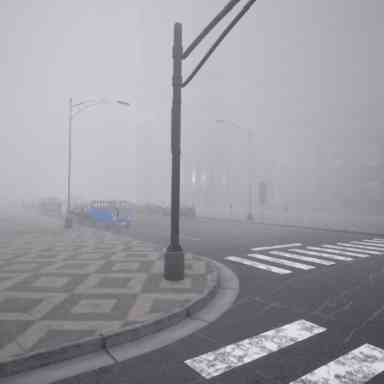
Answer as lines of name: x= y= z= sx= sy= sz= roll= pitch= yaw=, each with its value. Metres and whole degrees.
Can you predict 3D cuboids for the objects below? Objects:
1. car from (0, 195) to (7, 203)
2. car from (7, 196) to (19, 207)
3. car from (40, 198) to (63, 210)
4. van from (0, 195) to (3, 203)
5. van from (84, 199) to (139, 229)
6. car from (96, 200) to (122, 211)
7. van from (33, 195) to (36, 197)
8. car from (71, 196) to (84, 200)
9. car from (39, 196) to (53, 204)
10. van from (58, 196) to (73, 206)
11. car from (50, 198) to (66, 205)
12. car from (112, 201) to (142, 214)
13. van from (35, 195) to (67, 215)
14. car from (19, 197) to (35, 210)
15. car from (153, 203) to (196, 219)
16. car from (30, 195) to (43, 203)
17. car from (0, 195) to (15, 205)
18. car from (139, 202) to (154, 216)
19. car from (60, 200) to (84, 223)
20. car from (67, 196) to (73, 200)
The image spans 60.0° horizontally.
car: x=-43.493 y=1.564 z=75.405 sx=2.192 sy=1.841 sz=5.009 roll=1 pitch=-1 yaw=-35
car: x=-27.553 y=1.692 z=52.843 sx=2.008 sy=1.369 sz=4.403 roll=1 pitch=-1 yaw=-35
car: x=-19.687 y=1.658 z=46.520 sx=1.837 sy=1.490 sz=4.892 roll=1 pitch=-1 yaw=-35
van: x=-46.682 y=1.612 z=79.917 sx=1.690 sy=1.788 sz=3.998 roll=1 pitch=-1 yaw=-35
van: x=-5.232 y=1.335 z=21.261 sx=1.690 sy=1.788 sz=3.998 roll=1 pitch=-1 yaw=-35
car: x=-11.096 y=1.754 z=44.366 sx=1.752 sy=1.417 sz=4.829 roll=1 pitch=-1 yaw=-35
van: x=-36.520 y=1.740 z=80.318 sx=1.690 sy=1.788 sz=3.998 roll=1 pitch=-1 yaw=-35
car: x=-17.379 y=1.815 z=53.249 sx=1.887 sy=1.381 sz=4.507 roll=1 pitch=-1 yaw=-35
car: x=-33.331 y=1.818 z=75.807 sx=1.967 sy=1.590 sz=4.097 roll=1 pitch=-1 yaw=-35
van: x=-23.758 y=1.654 z=62.274 sx=1.690 sy=1.788 sz=3.998 roll=1 pitch=-1 yaw=-35
car: x=-26.951 y=1.885 z=66.783 sx=2.008 sy=1.369 sz=4.403 roll=1 pitch=-1 yaw=-35
car: x=-7.808 y=1.751 z=39.716 sx=1.887 sy=1.381 sz=4.507 roll=1 pitch=-1 yaw=-35
van: x=-14.797 y=1.397 z=34.797 sx=1.690 sy=1.788 sz=3.998 roll=1 pitch=-1 yaw=-35
car: x=-21.177 y=1.680 z=43.819 sx=1.802 sy=1.307 sz=4.206 roll=1 pitch=-1 yaw=-35
car: x=-1.427 y=1.710 z=30.693 sx=1.887 sy=1.381 sz=4.507 roll=1 pitch=-1 yaw=-35
car: x=-39.710 y=1.736 z=84.830 sx=2.192 sy=1.841 sz=5.009 roll=1 pitch=-1 yaw=-35
car: x=-37.020 y=1.730 z=66.241 sx=1.752 sy=1.417 sz=4.829 roll=1 pitch=-1 yaw=-35
car: x=-4.617 y=1.730 z=35.204 sx=1.887 sy=1.381 sz=4.507 roll=1 pitch=-1 yaw=-35
car: x=-8.422 y=1.559 z=25.771 sx=1.887 sy=1.381 sz=4.507 roll=1 pitch=-1 yaw=-35
car: x=-20.567 y=1.607 z=57.763 sx=2.192 sy=1.841 sz=5.009 roll=1 pitch=-1 yaw=-35
